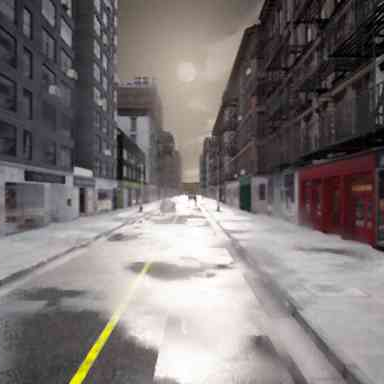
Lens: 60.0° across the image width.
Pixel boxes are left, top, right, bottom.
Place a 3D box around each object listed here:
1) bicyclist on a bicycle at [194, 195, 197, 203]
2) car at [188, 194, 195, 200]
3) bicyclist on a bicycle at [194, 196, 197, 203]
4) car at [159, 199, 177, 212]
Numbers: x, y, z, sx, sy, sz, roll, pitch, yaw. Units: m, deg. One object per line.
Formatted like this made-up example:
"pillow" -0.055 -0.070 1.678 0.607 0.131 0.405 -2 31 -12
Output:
"bicyclist on a bicycle" 0.715 1.518 65.089 0.659 1.776 1.843 0 0 0
"car" -0.058 1.339 92.244 2.097 1.767 4.553 0 0 0
"bicyclist on a bicycle" 0.710 1.609 74.094 0.582 1.620 1.656 0 0 0
"car" -2.864 1.600 40.194 2.128 1.511 4.902 0 0 0
